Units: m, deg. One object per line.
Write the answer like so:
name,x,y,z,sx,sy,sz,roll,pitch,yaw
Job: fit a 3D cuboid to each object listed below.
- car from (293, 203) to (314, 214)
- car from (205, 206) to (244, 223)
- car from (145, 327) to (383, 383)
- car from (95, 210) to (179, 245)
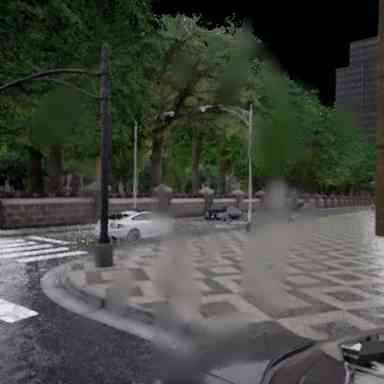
car,15.974,2.316,47.631,1.837,1.490,4.892,1,-1,35
car,2.874,1.897,29.239,1.994,1.385,4.181,1,-1,35
car,1.565,1.555,1.846,4.403,1.369,2.008,1,1,36
car,-2.534,1.624,16.215,1.812,1.442,4.674,1,-1,35
